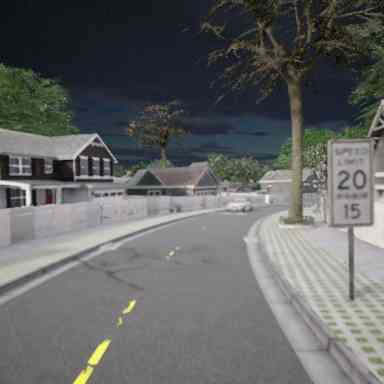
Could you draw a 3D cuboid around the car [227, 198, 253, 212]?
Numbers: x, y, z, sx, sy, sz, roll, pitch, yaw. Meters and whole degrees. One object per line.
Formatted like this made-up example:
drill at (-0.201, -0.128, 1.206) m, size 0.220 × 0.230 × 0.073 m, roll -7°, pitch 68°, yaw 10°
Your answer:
car at (5.442, 1.449, 37.399) m, size 1.812 × 1.442 × 4.674 m, roll -1°, pitch 0°, yaw 26°
